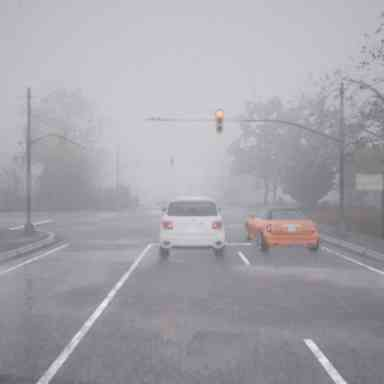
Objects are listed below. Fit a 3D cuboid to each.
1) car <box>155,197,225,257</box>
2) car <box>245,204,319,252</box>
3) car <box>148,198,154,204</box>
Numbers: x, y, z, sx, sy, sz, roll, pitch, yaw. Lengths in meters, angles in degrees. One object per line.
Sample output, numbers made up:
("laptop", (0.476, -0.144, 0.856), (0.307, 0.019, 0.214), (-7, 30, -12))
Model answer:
("car", (-0.027, 1.203, 12.920), (2.150, 2.045, 5.566), (0, 0, -1))
("car", (3.547, 1.335, 13.882), (2.097, 1.767, 4.553), (0, 0, 1))
("car", (-8.856, 2.129, 76.114), (2.033, 1.411, 5.357), (0, -1, -16))
